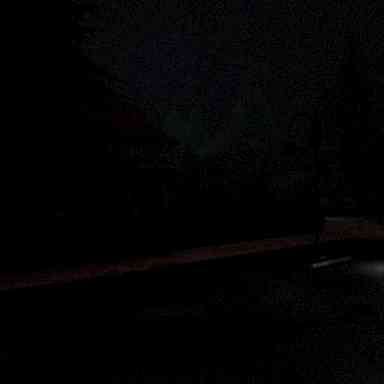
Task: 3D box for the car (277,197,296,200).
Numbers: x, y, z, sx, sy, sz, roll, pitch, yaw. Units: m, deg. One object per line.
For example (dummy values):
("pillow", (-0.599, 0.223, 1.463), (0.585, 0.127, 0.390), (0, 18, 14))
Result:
("car", (8.315, 1.190, 29.265), (2.097, 1.767, 4.553), (0, 0, -36))
